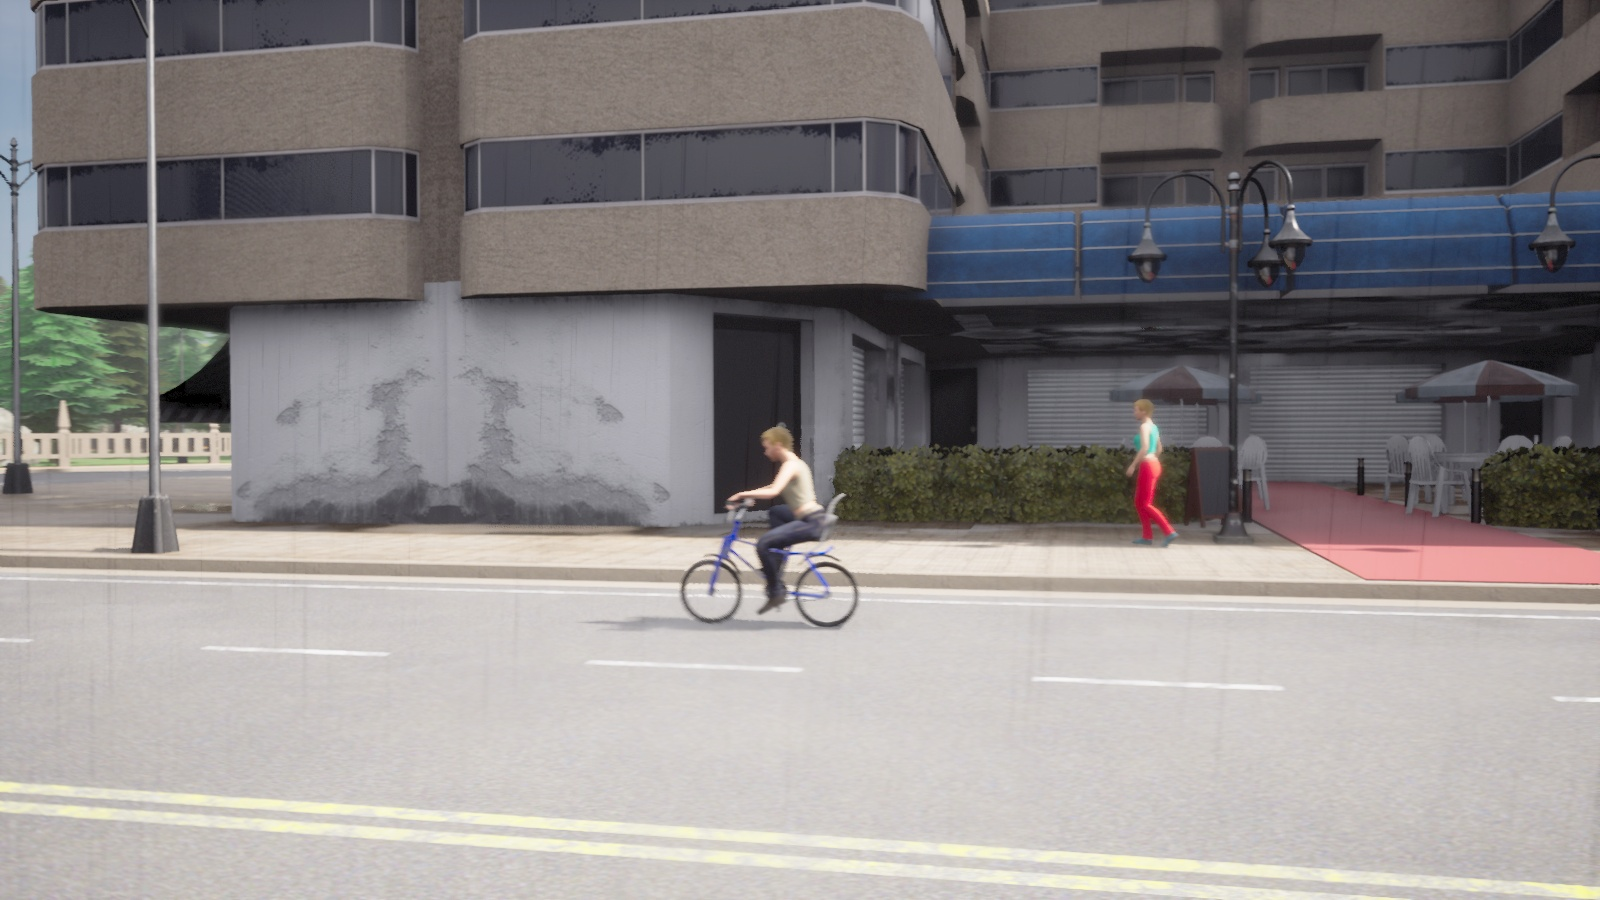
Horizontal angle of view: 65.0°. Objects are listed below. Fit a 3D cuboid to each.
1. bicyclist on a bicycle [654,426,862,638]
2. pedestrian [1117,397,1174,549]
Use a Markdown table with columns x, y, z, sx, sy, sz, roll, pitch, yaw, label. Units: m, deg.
| x | y | z | sx | sy | sz | roll | pitch | yaw | label |
| --- | --- | --- | --- | --- | --- | --- | --- | --- | --- |
| -0.318 | 0.615 | 10.138 | 1.509 | 1.612 | 0.866 | 0 | 1 | 13 | bicyclist on a bicycle |
| 4.251 | 0.279 | 15.460 | 0.594 | 1.836 | 0.345 | 1 | 1 | 33 | pedestrian |
